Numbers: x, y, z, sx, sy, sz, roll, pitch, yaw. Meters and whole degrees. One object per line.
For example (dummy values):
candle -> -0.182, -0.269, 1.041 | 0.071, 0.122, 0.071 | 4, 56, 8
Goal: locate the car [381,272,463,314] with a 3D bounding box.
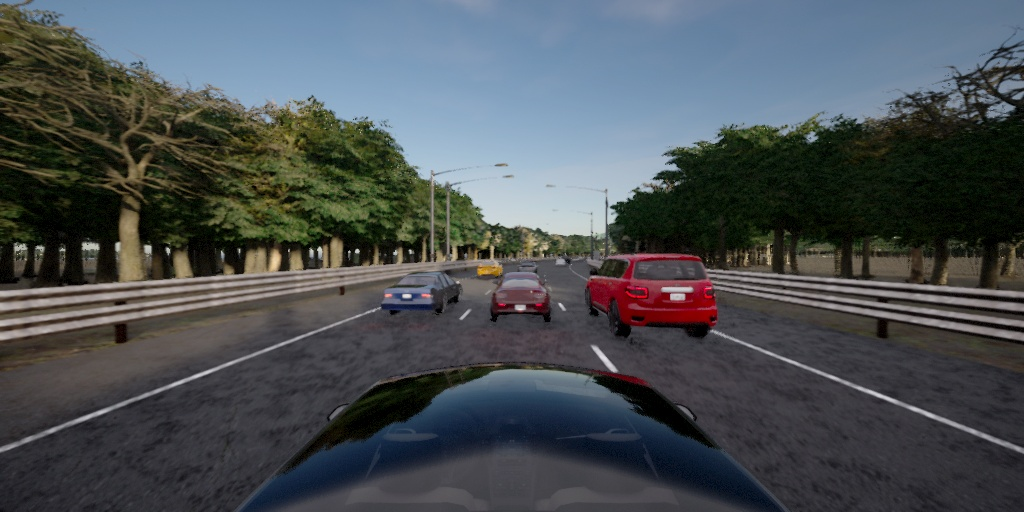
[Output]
car -> -3.178, 1.293, 13.622 | 2.033, 1.411, 5.357 | 0, 0, 2

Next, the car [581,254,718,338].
car -> 3.622, 0.968, 10.376 | 2.150, 2.045, 5.566 | 0, 0, 1

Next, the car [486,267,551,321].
car -> 0.300, 1.276, 12.347 | 1.812, 1.442, 4.674 | 0, 0, 2

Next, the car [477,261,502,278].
car -> -2.012, 1.221, 33.874 | 1.882, 1.535, 5.008 | 0, 0, 4

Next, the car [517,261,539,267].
car -> 1.512, 1.239, 34.008 | 2.128, 1.511, 4.902 | 0, 0, 5
